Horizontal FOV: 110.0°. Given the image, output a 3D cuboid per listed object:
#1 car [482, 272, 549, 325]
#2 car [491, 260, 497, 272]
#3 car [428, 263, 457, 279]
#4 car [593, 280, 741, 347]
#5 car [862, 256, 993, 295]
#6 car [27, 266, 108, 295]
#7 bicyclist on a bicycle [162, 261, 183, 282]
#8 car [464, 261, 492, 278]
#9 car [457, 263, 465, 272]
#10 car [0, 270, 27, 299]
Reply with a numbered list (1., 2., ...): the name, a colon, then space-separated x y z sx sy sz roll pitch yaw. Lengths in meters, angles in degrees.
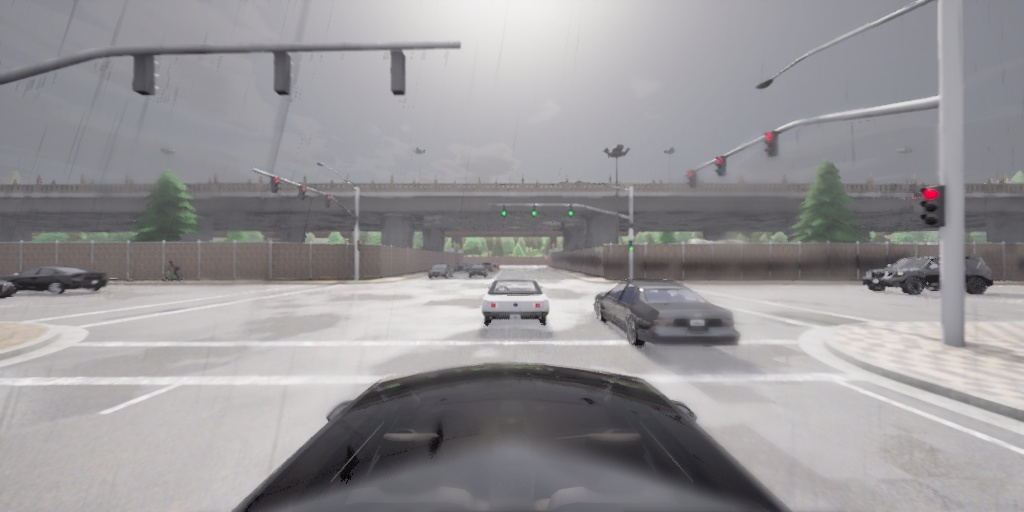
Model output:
1. car: 0.098 1.398 12.049 1.895 1.301 4.718 0 0 0
2. car: -3.576 1.601 50.818 1.837 1.490 4.892 0 1 0
3. car: -7.092 1.499 36.030 1.837 1.490 4.892 0 0 0
4. car: 3.597 1.339 9.465 2.033 1.411 5.357 0 0 0
5. car: 22.899 1.044 19.872 5.566 2.045 2.150 0 0 0
6. car: -25.699 1.303 19.985 5.008 1.535 1.882 0 0 0
7. bicyclist on a bicycle: -25.803 1.178 27.262 0.582 1.620 1.656 0 0 0
8. car: -3.590 1.564 39.089 2.033 1.411 5.357 0 0 0
9. car: -7.074 1.667 51.166 1.994 1.385 4.181 0 0 0
10. car: -25.604 1.363 16.277 4.181 1.385 1.994 0 0 0
